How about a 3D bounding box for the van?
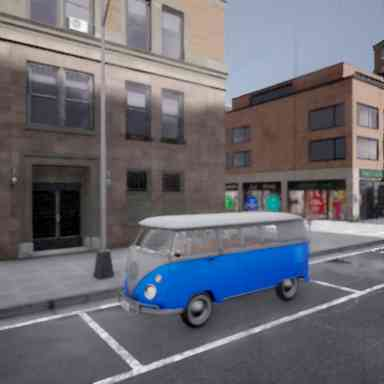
[{"bbox_3d":[0.623,1.322,6.658,3.998,1.788,1.690,0,0,-36],"label":"van"}]
